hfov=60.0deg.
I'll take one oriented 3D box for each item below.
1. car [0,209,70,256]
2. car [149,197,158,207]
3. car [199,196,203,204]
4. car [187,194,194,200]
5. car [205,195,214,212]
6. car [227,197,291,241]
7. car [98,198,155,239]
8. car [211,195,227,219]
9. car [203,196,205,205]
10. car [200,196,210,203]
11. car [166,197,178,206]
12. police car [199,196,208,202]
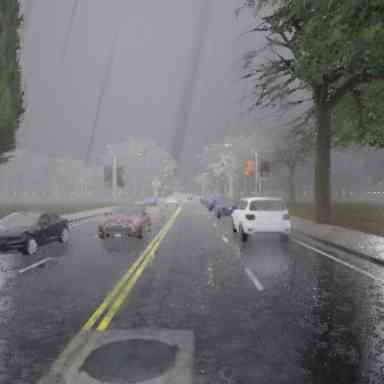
[{"bbox_3d":[-6.611,1.508,13.452,1.882,1.535,5.008,0,0,0],"label":"car"},{"bbox_3d":[-6.724,1.620,54.456,1.882,1.535,5.008,0,0,0],"label":"car"},{"bbox_3d":[3.035,1.671,63.403,2.163,1.488,4.792,0,0,0],"label":"car"},{"bbox_3d":[-0.465,1.650,94.365,1.812,1.442,4.674,0,0,-1],"label":"car"},{"bbox_3d":[3.157,1.327,41.393,2.150,2.045,5.566,0,0,0],"label":"car"},{"bbox_3d":[3.331,1.261,16.991,2.150,2.045,5.566,0,0,0],"label":"car"},{"bbox_3d":[-3.369,1.392,17.433,2.097,1.767,4.553,0,0,0],"label":"car"},{"bbox_3d":[3.198,1.427,30.328,2.097,1.767,4.553,0,0,0],"label":"car"},{"bbox_3d":[3.102,1.641,52.368,1.837,1.490,4.892,0,0,0],"label":"car"},{"bbox_3d":[2.956,1.630,74.378,2.033,1.649,4.856,0,0,0],"label":"car"},{"bbox_3d":[-3.481,1.678,57.737,1.812,1.442,4.674,0,0,0],"label":"car"},{"bbox_3d":[2.865,1.734,85.384,2.038,1.542,4.974,0,0,-1],"label":"police car"}]
